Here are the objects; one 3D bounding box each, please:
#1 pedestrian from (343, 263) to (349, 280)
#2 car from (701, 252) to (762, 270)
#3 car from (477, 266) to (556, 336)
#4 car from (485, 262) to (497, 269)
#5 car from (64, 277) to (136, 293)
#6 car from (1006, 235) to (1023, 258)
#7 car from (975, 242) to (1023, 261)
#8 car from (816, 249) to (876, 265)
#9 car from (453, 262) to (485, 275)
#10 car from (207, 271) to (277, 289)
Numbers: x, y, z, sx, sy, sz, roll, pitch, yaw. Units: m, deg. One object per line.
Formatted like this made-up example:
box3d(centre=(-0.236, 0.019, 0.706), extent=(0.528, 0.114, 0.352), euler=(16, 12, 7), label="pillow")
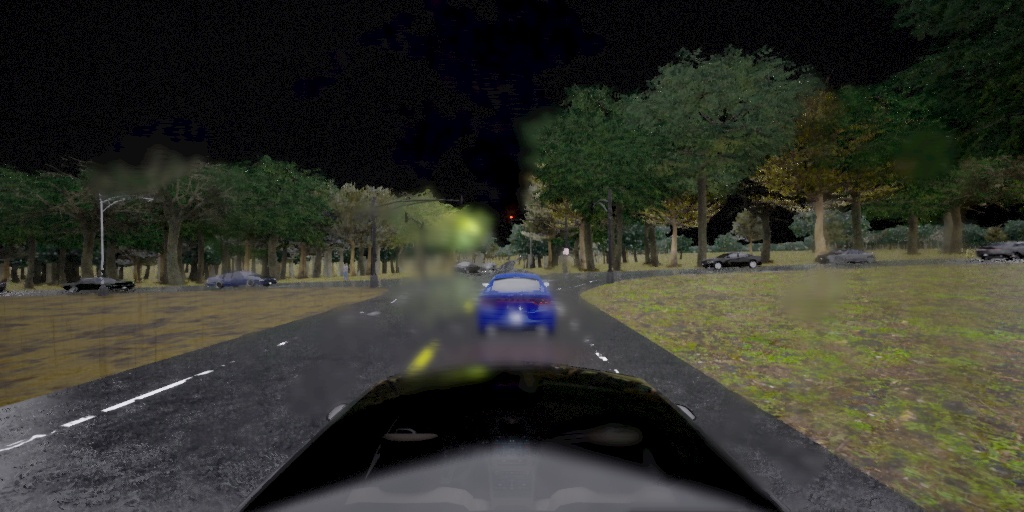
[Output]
box3d(centre=(-17.865, 1.680, 38.444), extent=(0.375, 1.860, 0.375), euler=(0, 1, 3), label="pedestrian")
box3d(centre=(20.043, 0.404, 32.884), extent=(5.008, 1.535, 1.882), euler=(-2, -1, 2), label="car")
box3d(centre=(0.140, 1.233, 10.486), extent=(1.882, 1.535, 5.008), euler=(0, 0, 1), label="car")
box3d(centre=(-3.988, 1.821, 61.787), extent=(2.128, 1.511, 4.902), euler=(0, -1, -1), label="car")
box3d(centre=(-36.282, 2.534, 31.686), extent=(4.718, 1.301, 1.895), euler=(-2, -1, 3), label="car")
box3d(centre=(48.004, -0.918, 31.634), extent=(5.566, 2.045, 2.150), euler=(-2, -1, 3), label="car")
box3d(centre=(39.966, -0.395, 28.319), extent=(4.902, 1.511, 2.128), euler=(-2, -1, 2), label="car")
box3d(centre=(30.136, 0.093, 32.451), extent=(4.181, 1.385, 1.994), euler=(-2, -1, 2), label="car")
box3d(centre=(-5.282, 1.467, 42.398), extent=(1.882, 1.535, 5.008), euler=(0, -1, 16), label="car")
box3d(centre=(-23.429, 2.047, 31.117), extent=(5.357, 1.411, 2.033), euler=(-2, -1, 6), label="car")
